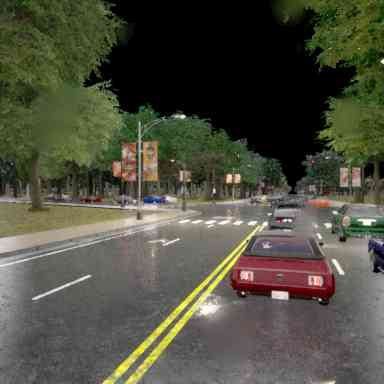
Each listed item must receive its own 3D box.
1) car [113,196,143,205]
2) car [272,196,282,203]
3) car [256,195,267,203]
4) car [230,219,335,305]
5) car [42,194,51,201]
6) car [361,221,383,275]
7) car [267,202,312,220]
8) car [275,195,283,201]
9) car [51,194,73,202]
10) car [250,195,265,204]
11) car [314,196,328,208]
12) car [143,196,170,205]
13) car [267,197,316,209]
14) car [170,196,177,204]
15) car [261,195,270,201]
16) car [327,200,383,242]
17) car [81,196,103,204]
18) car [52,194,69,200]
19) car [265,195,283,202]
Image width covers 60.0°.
[{"bbox_3d":[-10.938,1.361,54.653,4.902,1.511,2.128,0,0,41],"label":"car"},{"bbox_3d":[18.513,1.604,72.390,1.895,1.301,4.718,0,0,17],"label":"car"},{"bbox_3d":[15.321,1.487,73.072,1.882,1.535,5.008,0,0,17],"label":"car"},{"bbox_3d":[2.255,1.601,8.207,1.895,1.301,4.718,0,0,17],"label":"car"},{"bbox_3d":[-34.009,1.248,78.438,4.674,1.442,1.812,0,0,40],"label":"car"},{"bbox_3d":[5.463,1.601,7.596,1.895,1.301,4.718,0,0,17],"label":"car"},{"bbox_3d":[4.935,1.505,17.070,1.837,1.490,4.892,0,0,17],"label":"car"},{"bbox_3d":[21.572,1.489,82.299,1.882,1.535,5.008,0,0,17],"label":"car"},{"bbox_3d":[-26.114,1.300,67.529,4.674,1.442,1.812,0,0,40],"label":"car"},{"bbox_3d":[12.368,1.554,63.631,2.033,1.411,5.357,0,0,18],"label":"car"},{"bbox_3d":[17.464,1.355,45.853,2.097,1.767,4.553,0,0,7],"label":"car"},{"bbox_3d":[-6.568,1.361,55.427,5.008,1.535,1.882,0,0,40],"label":"car"},{"bbox_3d":[11.843,1.607,39.900,4.718,1.301,1.895,0,0,40],"label":"car"},{"bbox_3d":[-4.608,1.407,58.027,4.674,1.442,1.812,0,0,40],"label":"car"},{"bbox_3d":[18.351,1.535,82.881,1.812,1.442,4.674,0,0,17],"label":"car"},{"bbox_3d":[8.069,1.352,16.199,2.097,1.767,4.553,0,0,17],"label":"car"},{"bbox_3d":[-18.369,1.423,60.932,4.718,1.301,1.895,0,0,41],"label":"car"},{"bbox_3d":[-31.952,1.248,80.955,4.674,1.442,1.812,0,0,40],"label":"car"},{"bbox_3d":[15.442,1.554,62.587,2.033,1.411,5.357,0,0,18],"label":"car"}]
